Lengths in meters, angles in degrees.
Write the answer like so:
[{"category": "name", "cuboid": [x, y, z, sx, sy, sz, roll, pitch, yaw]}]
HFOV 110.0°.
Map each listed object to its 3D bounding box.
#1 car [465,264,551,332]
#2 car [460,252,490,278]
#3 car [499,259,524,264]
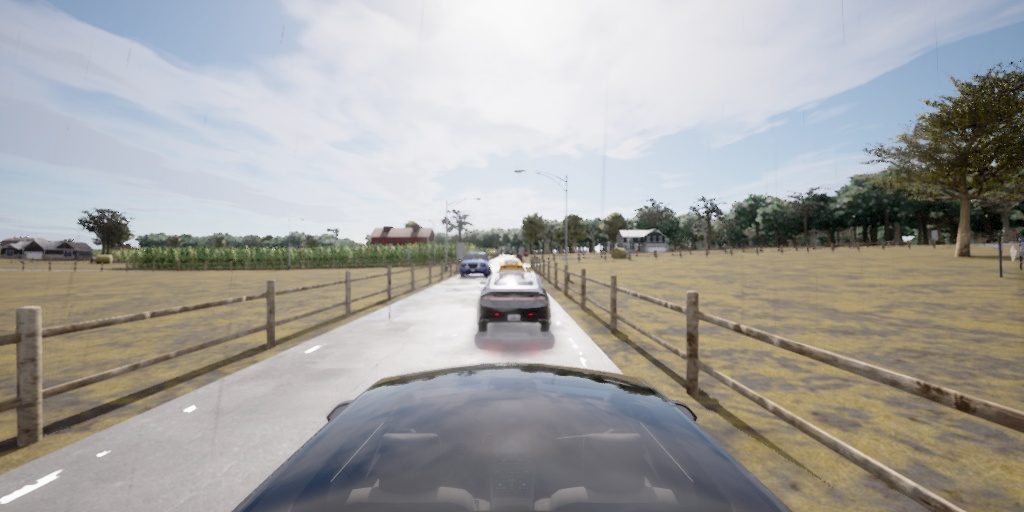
[{"category": "car", "cuboid": [0.050, 1.167, 10.573, 2.128, 1.511, 4.902, 0, 1, 0]}, {"category": "car", "cuboid": [-2.987, 0.700, 30.046, 2.150, 2.045, 5.566, 0, 1, 0]}, {"category": "car", "cuboid": [-0.041, 0.965, 29.229, 1.882, 1.535, 5.008, 0, 1, -1]}]
